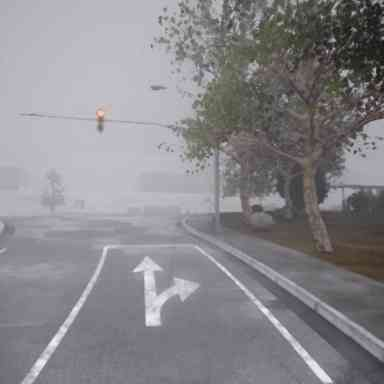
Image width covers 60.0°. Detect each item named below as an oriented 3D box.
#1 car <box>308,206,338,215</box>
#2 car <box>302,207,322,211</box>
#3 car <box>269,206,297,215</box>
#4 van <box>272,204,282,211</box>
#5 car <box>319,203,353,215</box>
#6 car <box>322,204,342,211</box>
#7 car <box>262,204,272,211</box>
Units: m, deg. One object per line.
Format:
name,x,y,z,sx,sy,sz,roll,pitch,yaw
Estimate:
car,25.599,3.651,64.950,2.097,1.535,5.008,4,-7,-36
car,22.735,3.616,64.107,2.231,1.521,4.892,3,-7,-36
car,16.986,3.582,62.472,2.163,1.488,4.792,3,-7,-36
van,14.208,3.283,61.554,1.878,1.987,4.442,3,-7,-36
car,28.437,3.440,65.819,2.435,2.045,5.566,3,-7,-36
car,26.331,3.277,59.929,4.181,1.385,1.994,1,-5,-16
car,11.388,3.467,60.648,1.946,1.575,5.366,3,-7,-36
